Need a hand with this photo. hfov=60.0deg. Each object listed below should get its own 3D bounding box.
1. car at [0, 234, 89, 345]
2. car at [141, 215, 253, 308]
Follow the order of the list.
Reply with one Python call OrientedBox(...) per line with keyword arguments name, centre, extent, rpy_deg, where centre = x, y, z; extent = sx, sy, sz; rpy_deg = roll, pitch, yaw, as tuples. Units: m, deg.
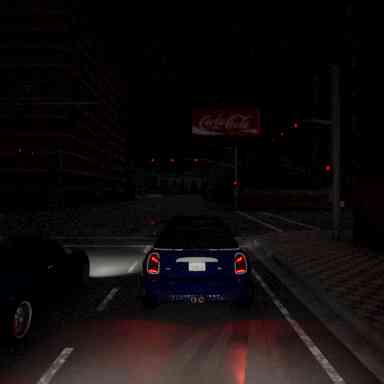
OrientedBox(name="car", centre=(-3.420, 1.526, 6.264), extent=(1.812, 1.442, 4.674), rpy_deg=(0, 0, 0))
OrientedBox(name="car", centre=(0.086, 1.352, 8.058), extent=(2.097, 1.767, 4.553), rpy_deg=(0, 0, 0))
